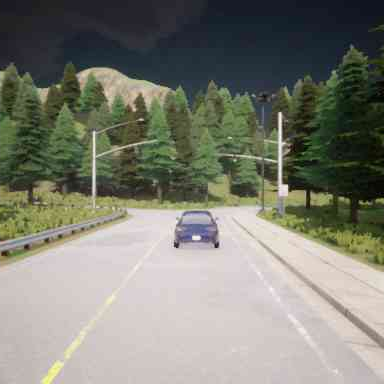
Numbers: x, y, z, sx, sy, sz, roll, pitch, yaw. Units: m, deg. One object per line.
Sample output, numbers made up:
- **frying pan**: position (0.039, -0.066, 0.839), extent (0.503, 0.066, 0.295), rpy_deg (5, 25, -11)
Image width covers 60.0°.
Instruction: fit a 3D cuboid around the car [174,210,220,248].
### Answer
- **car**: position (0.222, 1.530, 14.601), extent (1.812, 1.442, 4.674), rpy_deg (0, 0, 2)
